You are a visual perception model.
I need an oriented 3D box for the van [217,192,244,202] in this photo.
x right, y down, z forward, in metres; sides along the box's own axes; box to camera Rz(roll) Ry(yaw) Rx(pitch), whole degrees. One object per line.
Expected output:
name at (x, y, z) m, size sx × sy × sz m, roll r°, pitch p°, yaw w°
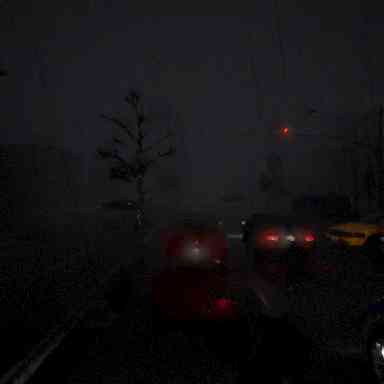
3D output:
van at (7.968, 1.058, 65.761) m, size 4.442 × 1.987 × 1.878 m, roll 1°, pitch -1°, yaw -20°

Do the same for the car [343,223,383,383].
car at (3.100, 1.346, 2.174) m, size 2.097 × 1.767 × 4.553 m, roll 0°, pitch 0°, yaw 0°

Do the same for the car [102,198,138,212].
car at (-8.562, 1.481, 39.529) m, size 4.902 × 1.511 × 2.128 m, roll 0°, pitch 1°, yaw 34°

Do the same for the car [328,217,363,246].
car at (7.898, 1.453, 13.452) m, size 5.366 × 1.575 × 1.946 m, roll 1°, pitch 0°, yaw -20°

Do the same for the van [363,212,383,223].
van at (7.965, 1.237, 10.493) m, size 4.442 × 1.987 × 1.878 m, roll 1°, pitch 0°, yaw -20°

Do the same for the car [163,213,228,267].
car at (0.100, 1.450, 11.357) m, size 1.882 × 1.535 × 5.008 m, roll 0°, pitch 0°, yaw 0°

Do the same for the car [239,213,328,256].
car at (3.102, 1.516, 12.973) m, size 2.033 × 1.411 × 5.357 m, roll 0°, pitch 0°, yaw 0°

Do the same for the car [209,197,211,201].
car at (8.247, 1.795, 89.689) m, size 5.366 × 1.575 × 1.946 m, roll 1°, pitch -2°, yaw -20°

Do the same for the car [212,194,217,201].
car at (7.901, 1.470, 74.666) m, size 5.366 × 1.575 × 1.946 m, roll 1°, pitch -1°, yaw -20°
